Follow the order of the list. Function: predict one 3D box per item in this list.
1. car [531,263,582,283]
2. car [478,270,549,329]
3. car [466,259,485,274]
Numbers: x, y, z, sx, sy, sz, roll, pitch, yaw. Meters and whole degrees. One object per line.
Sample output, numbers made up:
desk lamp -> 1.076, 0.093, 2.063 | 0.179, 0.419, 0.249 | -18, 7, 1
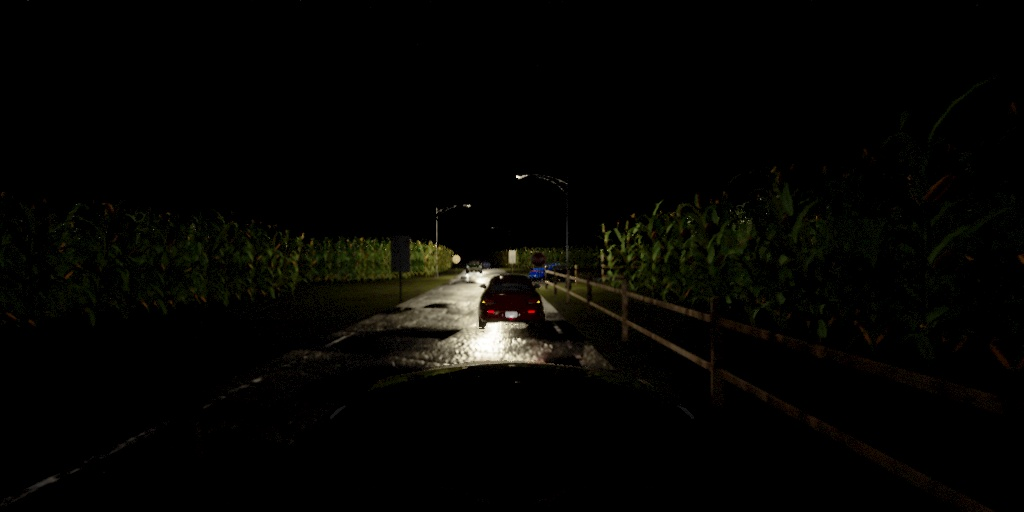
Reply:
car -> 3.656, 1.332, 29.245 | 5.008, 1.535, 1.882 | -1, -1, -42
car -> -0.054, 1.335, 11.455 | 1.812, 1.442, 4.674 | 0, 0, -1
car -> -4.945, 1.407, 46.928 | 2.097, 1.767, 4.553 | 0, 0, -6
